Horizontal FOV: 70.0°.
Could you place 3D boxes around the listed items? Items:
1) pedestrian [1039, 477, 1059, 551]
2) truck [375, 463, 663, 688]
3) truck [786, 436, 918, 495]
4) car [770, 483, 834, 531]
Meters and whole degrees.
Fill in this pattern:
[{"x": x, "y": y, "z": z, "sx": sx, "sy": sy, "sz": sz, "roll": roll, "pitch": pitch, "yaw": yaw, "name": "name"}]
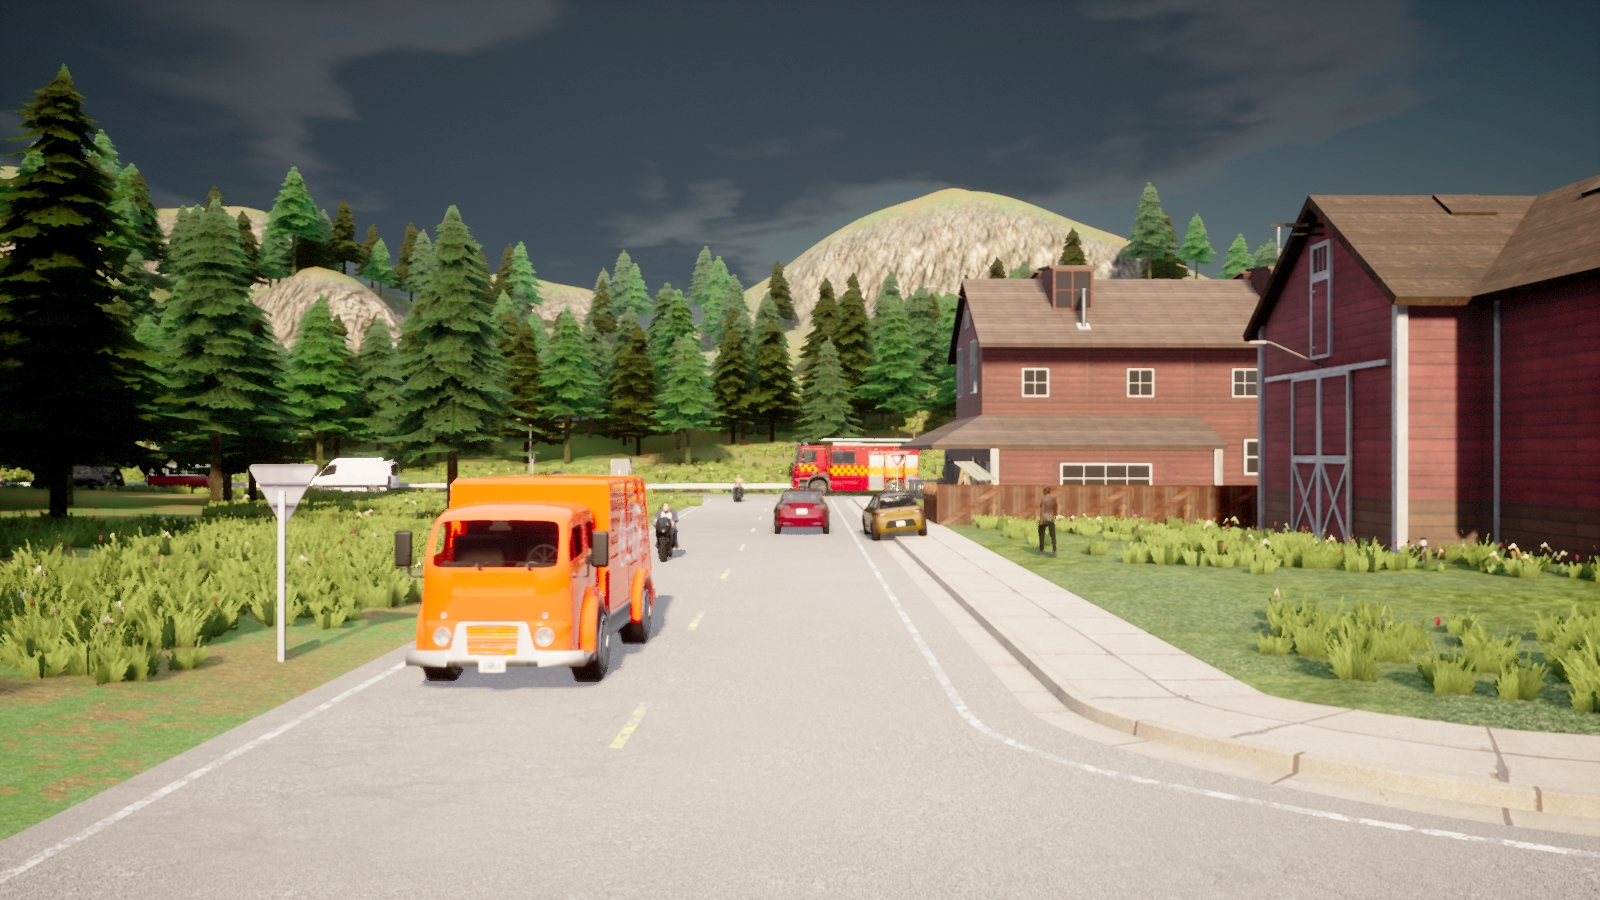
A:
[{"x": 6.277, "y": 1.610, "z": 28.829, "sx": 0.375, "sy": 1.860, "sz": 0.375, "roll": 0, "pitch": 0, "yaw": -12, "name": "pedestrian"}, {"x": -3.477, "y": 1.450, "z": 15.493, "sx": 2.627, "sy": 2.467, "sz": 5.204, "roll": 0, "pitch": 0, "yaw": 0, "name": "truck"}, {"x": 3.412, "y": 1.024, "z": 75.927, "sx": 8.468, "sy": 3.827, "sz": 2.891, "roll": 0, "pitch": 0, "yaw": -4, "name": "truck"}, {"x": 0.065, "y": 1.999, "z": 41.116, "sx": 2.163, "sy": 1.488, "sz": 4.792, "roll": 0, "pitch": 0, "yaw": 0, "name": "car"}]
